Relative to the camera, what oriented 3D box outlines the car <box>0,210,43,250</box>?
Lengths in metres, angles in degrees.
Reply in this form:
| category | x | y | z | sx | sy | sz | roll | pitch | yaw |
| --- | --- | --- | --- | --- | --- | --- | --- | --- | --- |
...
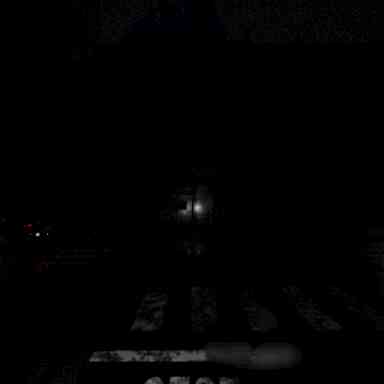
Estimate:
| category | x | y | z | sx | sy | sz | roll | pitch | yaw |
| --- | --- | --- | --- | --- | --- | --- | --- | --- | --- |
| car | -8.858 | 1.527 | 13.903 | 4.892 | 1.490 | 1.837 | 0 | 0 | 0 |
